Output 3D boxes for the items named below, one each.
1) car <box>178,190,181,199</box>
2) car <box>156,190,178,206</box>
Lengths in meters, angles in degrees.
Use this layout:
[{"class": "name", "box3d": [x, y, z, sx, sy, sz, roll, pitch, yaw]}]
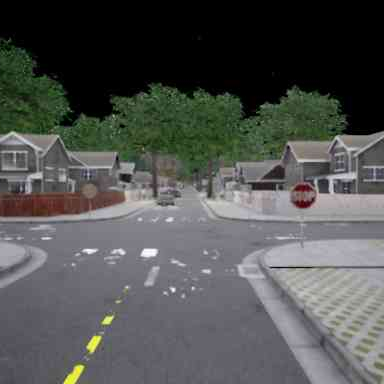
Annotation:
[{"class": "car", "box3d": [-3.024, 0.369, 60.693, 1.882, 1.535, 5.008, 0, 1, 0]}, {"class": "car", "box3d": [-2.920, 0.858, 37.440, 1.837, 1.490, 4.892, 0, 3, 0]}]
